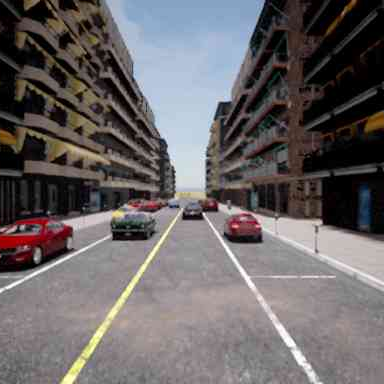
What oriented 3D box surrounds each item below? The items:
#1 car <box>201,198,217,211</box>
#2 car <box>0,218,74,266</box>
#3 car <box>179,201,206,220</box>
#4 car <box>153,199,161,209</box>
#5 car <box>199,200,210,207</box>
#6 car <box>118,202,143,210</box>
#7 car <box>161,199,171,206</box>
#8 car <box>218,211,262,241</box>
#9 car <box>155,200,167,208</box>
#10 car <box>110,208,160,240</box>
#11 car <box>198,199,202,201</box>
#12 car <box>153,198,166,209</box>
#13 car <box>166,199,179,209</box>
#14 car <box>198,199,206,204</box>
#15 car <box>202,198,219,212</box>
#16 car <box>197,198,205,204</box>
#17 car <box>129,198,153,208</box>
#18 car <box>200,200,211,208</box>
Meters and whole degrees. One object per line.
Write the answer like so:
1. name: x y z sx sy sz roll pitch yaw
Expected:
1. car: 2.566 1.861 51.713 2.192 1.841 5.009 -1 -1 0
2. car: -5.718 1.677 11.989 1.887 1.381 4.507 -1 -1 0
3. car: 0.053 1.910 32.388 1.994 1.385 4.181 0 -1 0
4. car: -5.768 2.035 45.974 1.887 1.381 4.507 -1 -1 0
5. car: 2.551 2.281 68.702 1.947 1.339 4.313 -1 -1 0
6. car: -5.744 1.836 28.810 1.752 1.417 4.829 -1 -1 0
7. car: -5.810 2.338 74.296 1.947 1.339 4.313 -1 -1 0
8. car: 2.621 1.772 17.725 1.802 1.307 4.206 -1 -1 0
9. car: -5.794 2.206 62.966 1.887 1.381 4.507 -1 -1 0
10. car: -3.125 1.802 18.502 1.895 1.301 4.718 0 -1 0
11. car: 0.041 1.984 43.096 1.812 1.442 4.674 0 0 0
12. car: -5.781 1.863 51.639 2.192 1.841 5.009 -1 -1 0
13. car: -3.110 2.170 59.147 2.033 1.411 5.357 0 -1 0
14. car: 2.555 2.446 85.694 1.947 1.339 4.313 -1 -1 0
15. car: 2.574 1.803 46.047 2.192 1.841 5.009 -1 -1 0
16. car: 2.545 2.485 91.360 2.008 1.369 4.403 -1 -1 0
17. car: -5.756 1.687 34.647 2.192 1.841 5.009 -1 -1 0
18. car: 2.554 2.204 63.039 1.887 1.381 4.507 -1 -1 0
